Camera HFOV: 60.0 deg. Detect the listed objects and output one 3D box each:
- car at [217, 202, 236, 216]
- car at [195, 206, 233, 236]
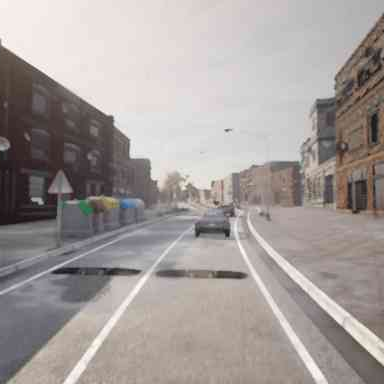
[{"bbox_3d":[3.790,1.858,37.026,2.128,1.511,4.902,0,-1,10],"label":"car"},{"bbox_3d":[1.280,1.744,19.719,1.994,1.385,4.181,0,-1,6],"label":"car"}]
